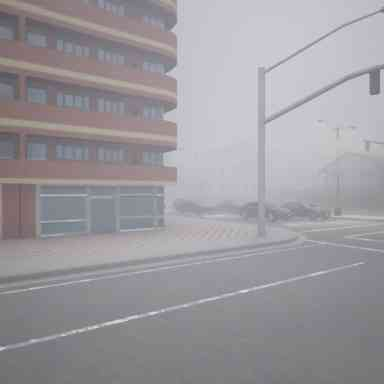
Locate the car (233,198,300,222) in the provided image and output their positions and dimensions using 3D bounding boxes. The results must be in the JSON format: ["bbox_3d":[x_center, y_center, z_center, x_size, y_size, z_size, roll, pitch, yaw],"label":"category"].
[{"bbox_3d":[5.844,1.505,26.709,1.837,1.490,4.892,0,0,-34],"label":"car"}]

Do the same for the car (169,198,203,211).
[{"bbox_3d":[-0.839,1.505,42.595,1.837,1.490,4.892,0,0,-35],"label":"car"}]

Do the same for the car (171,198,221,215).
[{"bbox_3d":[0.321,1.545,34.738,2.033,1.411,5.357,0,0,-34],"label":"car"}]

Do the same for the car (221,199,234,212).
[{"bbox_3d":[4.344,1.526,35.085,1.812,1.442,4.674,0,0,-34],"label":"car"}]

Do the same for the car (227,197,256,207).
[{"bbox_3d":[7.529,1.564,51.067,1.994,1.385,4.181,0,0,-35],"label":"car"}]

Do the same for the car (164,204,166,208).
[{"bbox_3d":[-5.392,1.547,43.038,2.033,1.411,5.357,0,0,-34],"label":"car"}]

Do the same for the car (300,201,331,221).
[{"bbox_3d":[9.279,1.526,27.914,1.812,1.442,4.674,0,0,-34],"label":"car"}]
